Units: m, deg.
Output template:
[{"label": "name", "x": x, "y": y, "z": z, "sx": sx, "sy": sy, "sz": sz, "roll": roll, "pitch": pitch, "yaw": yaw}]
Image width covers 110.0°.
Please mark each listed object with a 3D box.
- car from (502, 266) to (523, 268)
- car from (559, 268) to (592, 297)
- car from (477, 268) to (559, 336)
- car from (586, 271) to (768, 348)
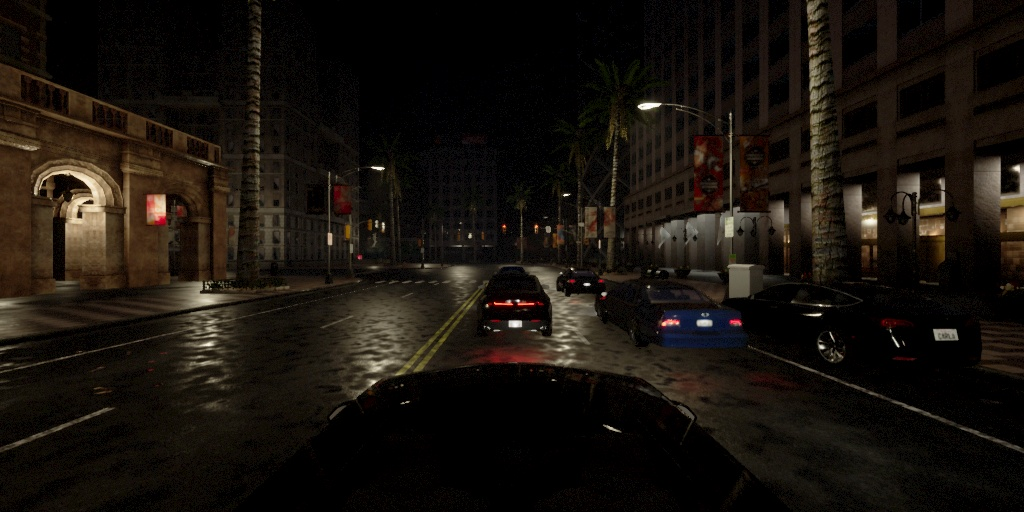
[{"label": "car", "x": 0.013, "y": 1.276, "z": 19.306, "sx": 1.812, "sy": 1.442, "sz": 4.674, "roll": 0, "pitch": 0, "yaw": -2}, {"label": "car", "x": 3.517, "y": 1.314, "z": 18.902, "sx": 1.994, "sy": 1.385, "sz": 4.181, "roll": 0, "pitch": 0, "yaw": -1}, {"label": "car", "x": 0.052, "y": 1.254, "z": 10.359, "sx": 1.837, "sy": 1.490, "sz": 4.892, "roll": 0, "pitch": 0, "yaw": 0}, {"label": "car", "x": 3.564, "y": 1.298, "z": 9.183, "sx": 2.033, "sy": 1.411, "sz": 5.357, "roll": 0, "pitch": 0, "yaw": 0}]
